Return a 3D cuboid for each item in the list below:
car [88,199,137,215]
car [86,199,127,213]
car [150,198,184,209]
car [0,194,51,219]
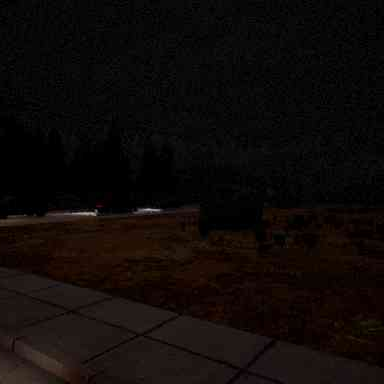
[{"bbox_3d":[-7.764,1.531,33.891,1.837,1.490,4.892,0,0,36],"label":"car"},{"bbox_3d":[-9.573,1.591,37.673,1.994,1.385,4.181,0,0,37],"label":"car"},{"bbox_3d":[-3.375,1.574,46.056,2.033,1.411,5.357,0,0,37],"label":"car"},{"bbox_3d":[-15.468,1.248,29.695,2.150,2.045,5.566,0,0,36],"label":"car"}]
